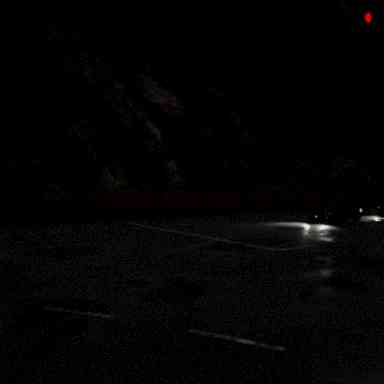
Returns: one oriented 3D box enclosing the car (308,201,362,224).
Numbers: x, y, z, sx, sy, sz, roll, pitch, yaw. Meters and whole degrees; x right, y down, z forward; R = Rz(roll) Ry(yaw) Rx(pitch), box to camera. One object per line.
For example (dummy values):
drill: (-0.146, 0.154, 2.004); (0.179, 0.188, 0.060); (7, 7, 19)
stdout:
car: (10.543, 1.447, 24.340); (4.892, 1.490, 1.837); (0, 0, -35)

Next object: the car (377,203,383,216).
car: (18.731, 1.267, 30.135); (4.553, 1.767, 2.097); (0, 0, -35)
